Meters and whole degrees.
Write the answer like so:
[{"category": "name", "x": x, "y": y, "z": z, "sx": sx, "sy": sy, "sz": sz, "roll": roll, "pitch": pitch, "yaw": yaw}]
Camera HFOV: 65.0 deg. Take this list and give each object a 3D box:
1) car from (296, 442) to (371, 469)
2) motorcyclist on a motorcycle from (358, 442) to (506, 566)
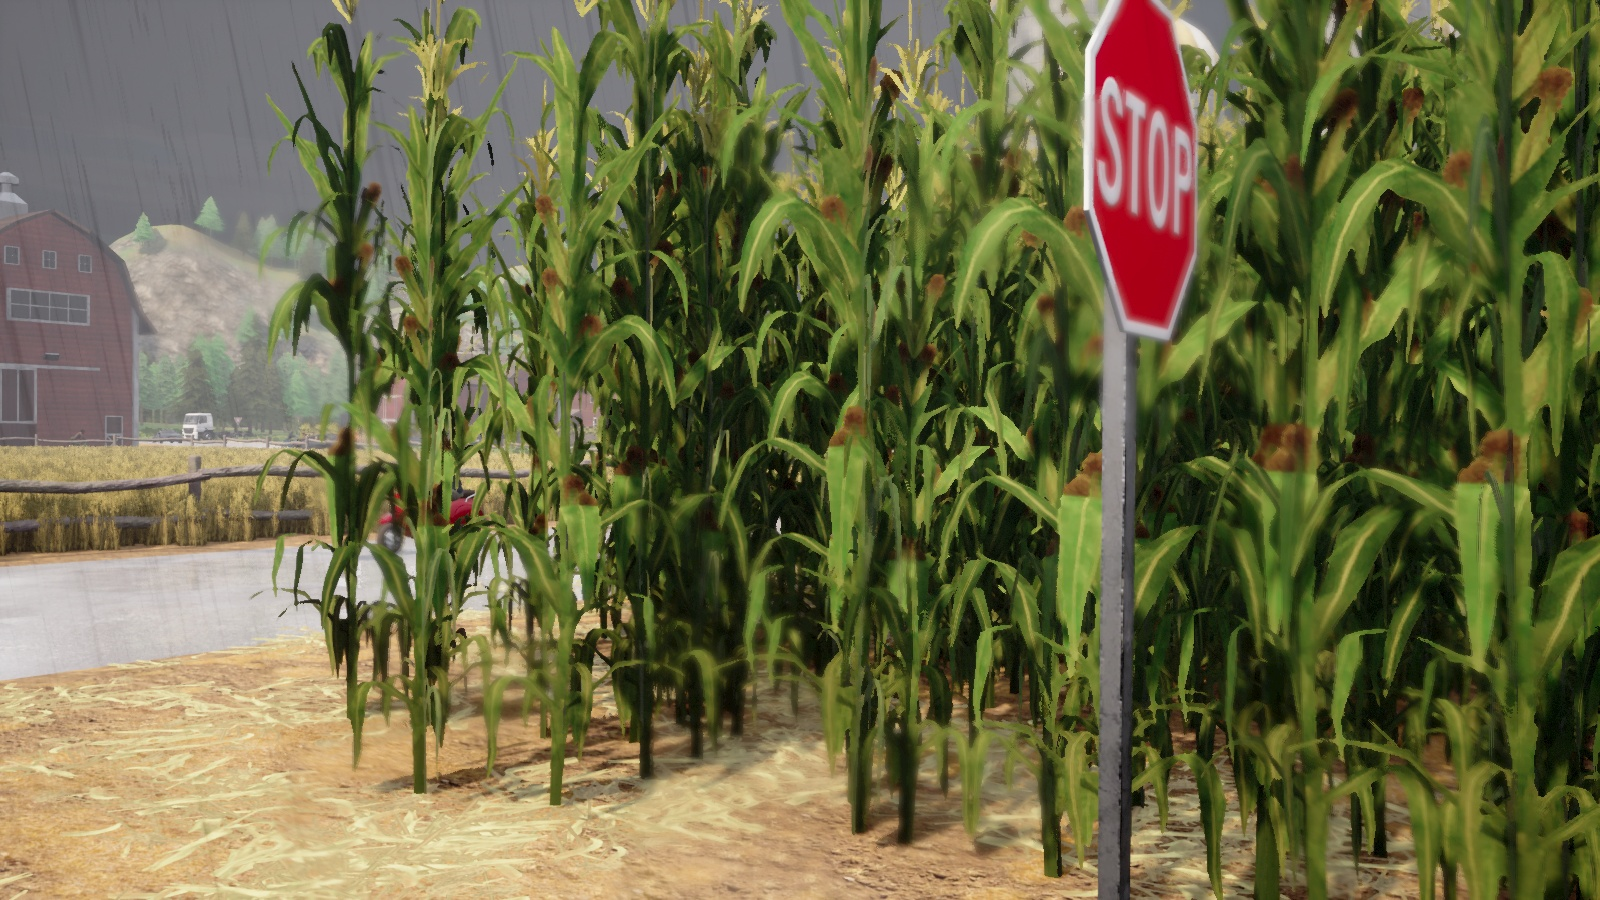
[{"category": "car", "x": -26.859, "y": 0.308, "z": 72.294, "sx": 4.193, "sy": 1.474, "sz": 1.816, "roll": 0, "pitch": 1, "yaw": 32}, {"category": "motorcyclist on a motorcycle", "x": -5.014, "y": 0.695, "z": 17.219, "sx": 0.866, "sy": 1.590, "sz": 1.817, "roll": 0, "pitch": 1, "yaw": 33}]
